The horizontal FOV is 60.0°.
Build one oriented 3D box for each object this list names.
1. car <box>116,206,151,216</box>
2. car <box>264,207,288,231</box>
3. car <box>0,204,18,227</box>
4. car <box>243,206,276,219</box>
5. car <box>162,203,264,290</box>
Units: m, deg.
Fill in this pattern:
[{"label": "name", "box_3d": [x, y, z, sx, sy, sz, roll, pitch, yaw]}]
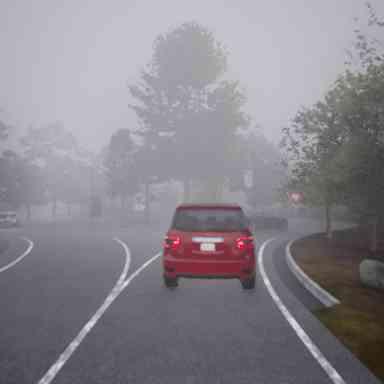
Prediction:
[{"label": "car", "box_3d": [-9.519, 2.908, 54.432, 5.566, 2.045, 2.150, 1, -3, -21]}, {"label": "car", "box_3d": [5.072, 2.164, 25.089, 5.008, 1.535, 1.882, 1, -2, -32]}, {"label": "car", "box_3d": [-17.212, 2.112, 30.206, 2.150, 2.045, 5.566, 1, -2, -30]}, {"label": "car", "box_3d": [9.871, 2.997, 49.087, 2.097, 1.767, 4.553, 1, -3, -33]}, {"label": "car", "box_3d": [0.551, 1.331, 9.599, 2.150, 2.045, 5.566, 0, -2, 5]}]
